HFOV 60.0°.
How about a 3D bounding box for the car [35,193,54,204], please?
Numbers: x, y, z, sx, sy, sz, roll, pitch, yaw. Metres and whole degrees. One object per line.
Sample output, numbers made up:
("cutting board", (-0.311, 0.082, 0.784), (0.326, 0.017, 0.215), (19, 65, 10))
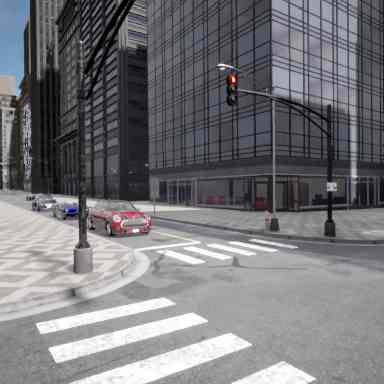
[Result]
("car", (-22.910, 0.950, 51.427), (1.837, 1.490, 4.892), (-1, 1, -34))

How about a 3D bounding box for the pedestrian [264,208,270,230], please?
("pedestrian", (3.896, 1.373, 17.267), (0.500, 1.100, 0.500), (0, 0, -34))

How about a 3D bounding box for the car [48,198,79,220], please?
("car", (-9.597, 1.389, 26.075), (1.895, 1.301, 4.718), (-1, 1, -34))

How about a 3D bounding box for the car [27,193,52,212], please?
("car", (-15.410, 1.178, 34.672), (2.128, 1.511, 4.902), (-1, 1, -34))

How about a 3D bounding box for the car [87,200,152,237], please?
("car", (-3.928, 1.233, 17.689), (2.097, 1.767, 4.553), (-1, 1, -34))
